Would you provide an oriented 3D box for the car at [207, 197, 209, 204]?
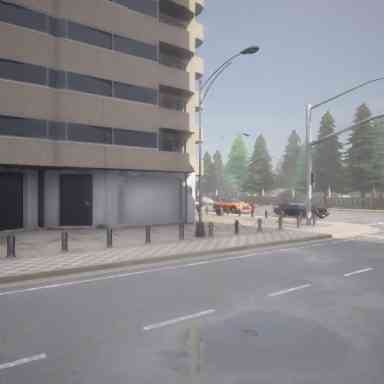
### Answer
[{"bbox_3d":[1.805,1.581,58.530,1.812,1.442,4.674,0,0,-37],"label":"car"}]

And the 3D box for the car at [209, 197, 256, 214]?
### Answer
[{"bbox_3d":[4.396,1.407,36.646,2.097,1.767,4.553,0,0,-36],"label":"car"}]

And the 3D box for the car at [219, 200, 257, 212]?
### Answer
[{"bbox_3d":[5.571,1.656,40.996,1.895,1.301,4.718,0,0,-36],"label":"car"}]

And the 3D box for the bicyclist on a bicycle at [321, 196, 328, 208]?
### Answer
[{"bbox_3d":[17.331,1.356,43.469,1.656,1.620,0.582,0,0,-36],"label":"bicyclist on a bicycle"}]

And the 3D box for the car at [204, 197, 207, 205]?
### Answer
[{"bbox_3d":[-0.231,1.619,49.058,1.994,1.385,4.181,0,0,-36],"label":"car"}]

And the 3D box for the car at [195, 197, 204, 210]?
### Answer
[{"bbox_3d":[-0.958,1.533,44.079,1.882,1.535,5.008,0,0,-36],"label":"car"}]

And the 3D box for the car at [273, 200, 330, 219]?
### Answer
[{"bbox_3d":[9.613,1.656,29.414,1.895,1.301,4.718,0,0,-36],"label":"car"}]
